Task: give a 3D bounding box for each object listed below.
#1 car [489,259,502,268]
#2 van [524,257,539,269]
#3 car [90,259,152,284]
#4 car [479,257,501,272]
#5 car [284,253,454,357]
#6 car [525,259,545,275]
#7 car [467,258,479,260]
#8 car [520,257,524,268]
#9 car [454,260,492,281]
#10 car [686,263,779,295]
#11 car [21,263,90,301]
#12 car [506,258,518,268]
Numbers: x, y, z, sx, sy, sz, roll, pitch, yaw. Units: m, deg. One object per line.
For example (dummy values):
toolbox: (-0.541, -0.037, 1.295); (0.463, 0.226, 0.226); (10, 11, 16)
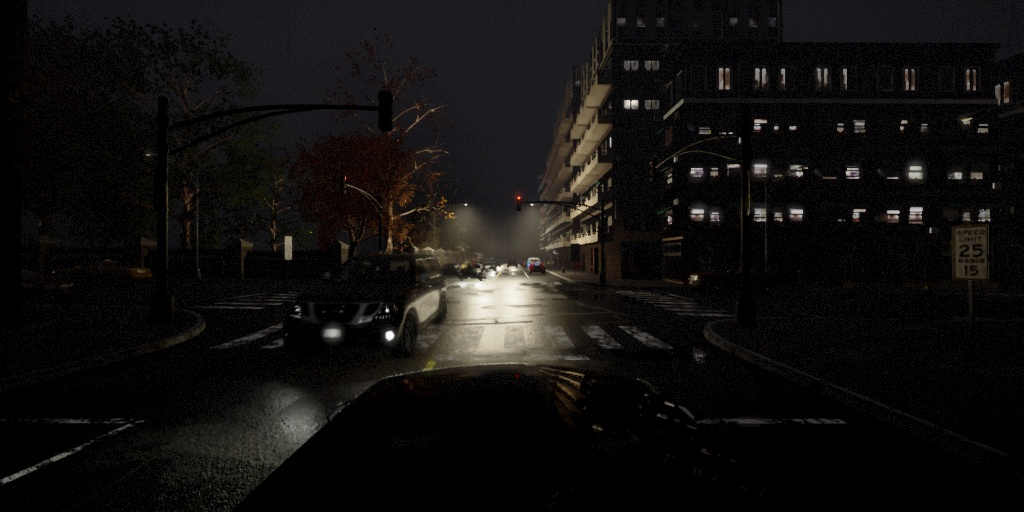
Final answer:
car: (-2.973, 1.294, 64.407); (2.128, 1.511, 4.902); (0, 0, 1)
van: (2.739, 1.116, 45.566); (1.690, 1.789, 3.998); (0, 0, 0)
car: (-24.721, 0.882, 21.631); (4.829, 1.417, 1.751); (0, 0, 0)
car: (-3.045, 1.270, 48.265); (2.128, 1.511, 4.902); (0, 0, 0)
car: (-3.062, 0.949, 8.893); (2.150, 2.045, 5.566); (0, 0, 0)
car: (2.732, 1.314, 39.936); (1.888, 1.381, 4.507); (0, 0, 0)
car: (-5.642, 1.300, 45.406); (1.751, 1.417, 4.829); (0, 0, 0)
car: (2.751, 1.230, 56.827); (1.967, 1.591, 4.097); (0, 0, 0)
car: (-3.141, 1.308, 30.073); (2.033, 1.411, 5.357); (0, 0, 3)
car: (13.471, 1.353, 21.953); (5.009, 1.841, 2.192); (0, 0, 0)
car: (-18.949, 1.007, 13.299); (4.207, 1.307, 1.802); (0, 0, 0)
car: (0.066, 1.304, 62.609); (1.837, 1.490, 4.892); (0, 0, 0)
